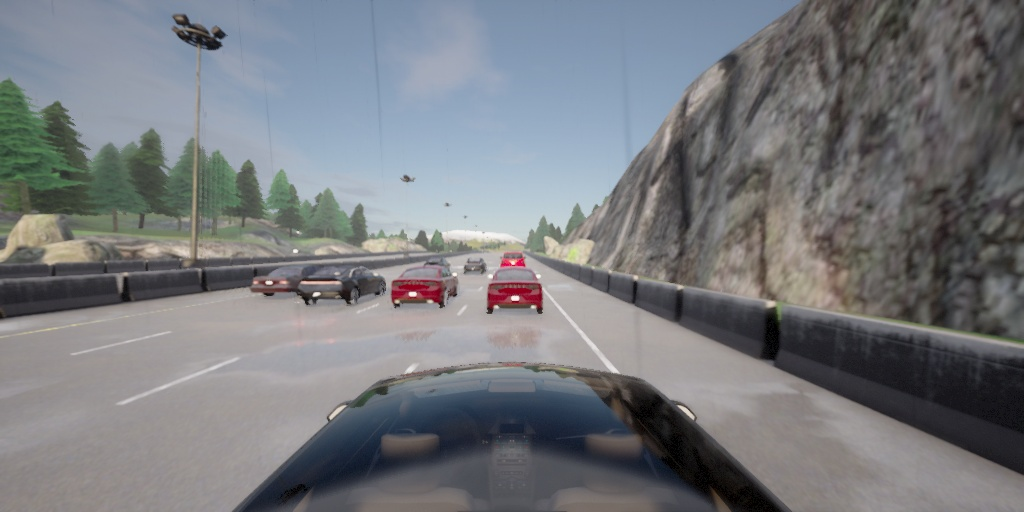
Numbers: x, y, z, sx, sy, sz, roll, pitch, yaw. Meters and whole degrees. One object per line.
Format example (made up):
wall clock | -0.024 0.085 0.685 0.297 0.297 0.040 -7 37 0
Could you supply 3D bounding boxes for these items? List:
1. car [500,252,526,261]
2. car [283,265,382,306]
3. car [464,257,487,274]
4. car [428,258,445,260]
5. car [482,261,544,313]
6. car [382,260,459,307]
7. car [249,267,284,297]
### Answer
car | 0.095 0.630 31.947 2.150 2.045 5.566 0 1 0
car | -6.902 1.132 15.081 2.128 1.511 4.902 0 1 0
car | -3.405 0.868 33.782 2.128 1.511 4.902 0 1 0
car | -6.906 0.887 33.461 1.837 1.490 4.892 0 1 0
car | 0.098 1.134 13.575 1.882 1.535 5.008 0 1 0
car | -3.402 1.122 14.762 1.882 1.535 5.008 0 1 0
car | -10.403 1.156 17.865 2.033 1.411 5.357 0 1 0
